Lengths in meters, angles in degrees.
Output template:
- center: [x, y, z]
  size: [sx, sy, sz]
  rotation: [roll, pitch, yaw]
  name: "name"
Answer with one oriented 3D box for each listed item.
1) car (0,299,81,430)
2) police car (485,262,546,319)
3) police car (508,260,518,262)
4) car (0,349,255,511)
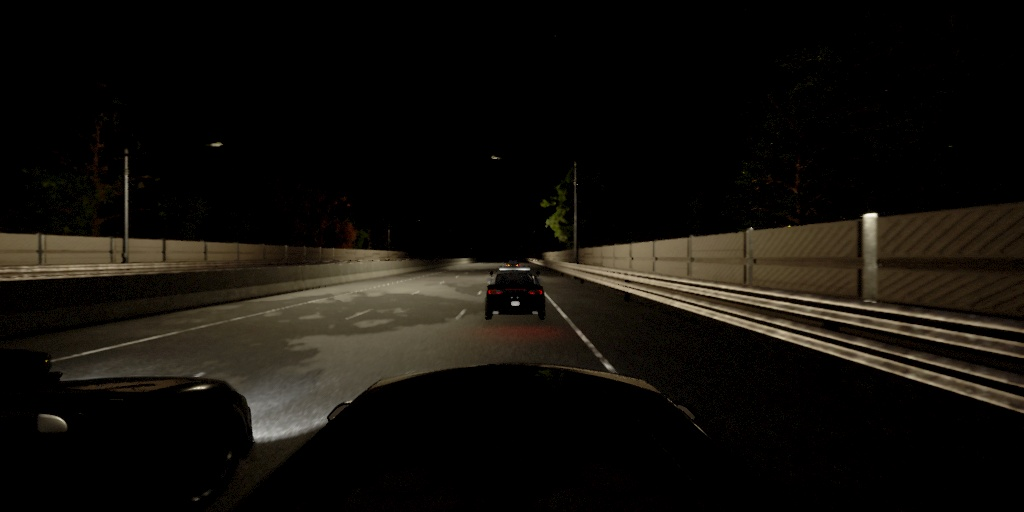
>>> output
- center: [-6.900, 1.297, 2.213]
  size: [2.033, 1.411, 5.357]
  rotation: [0, 0, 0]
  name: "car"
- center: [0.099, 1.177, 13.015]
  size: [1.930, 1.638, 5.238]
  rotation: [0, 0, 0]
  name: "police car"
- center: [0.101, 1.265, 44.065]
  size: [2.038, 1.542, 4.974]
  rotation: [0, 0, 0]
  name: "police car"
- center: [-3.400, 1.314, 1.620]
  size: [1.994, 1.385, 4.181]
  rotation: [0, 0, 0]
  name: "car"
